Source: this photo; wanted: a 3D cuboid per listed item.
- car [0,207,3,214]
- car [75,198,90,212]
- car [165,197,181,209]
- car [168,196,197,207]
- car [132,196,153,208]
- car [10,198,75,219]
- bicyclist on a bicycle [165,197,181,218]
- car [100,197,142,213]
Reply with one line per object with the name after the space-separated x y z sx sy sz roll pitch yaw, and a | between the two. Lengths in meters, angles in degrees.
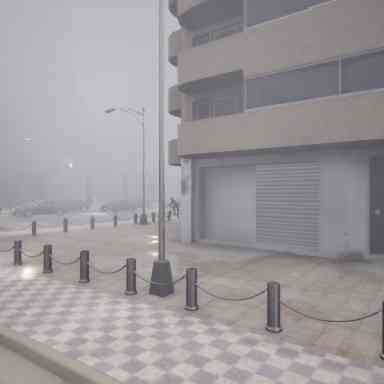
-18.580 1.545 27.608 1.895 1.301 4.718 0 0 36 | car
-13.100 1.449 35.149 1.837 1.490 4.892 0 0 36 | car
-2.118 1.508 44.334 1.994 1.385 4.181 0 0 36 | car
-1.382 1.449 51.286 1.837 1.490 4.892 0 0 36 | car
-7.236 1.296 43.234 2.097 1.767 4.553 0 0 36 | car
-13.203 1.436 29.043 2.128 1.511 4.902 0 0 36 | car
-1.503 1.246 26.473 1.656 1.620 0.582 0 0 36 | bicyclist on a bicycle
-7.972 1.508 36.262 1.994 1.385 4.181 0 0 36 | car
